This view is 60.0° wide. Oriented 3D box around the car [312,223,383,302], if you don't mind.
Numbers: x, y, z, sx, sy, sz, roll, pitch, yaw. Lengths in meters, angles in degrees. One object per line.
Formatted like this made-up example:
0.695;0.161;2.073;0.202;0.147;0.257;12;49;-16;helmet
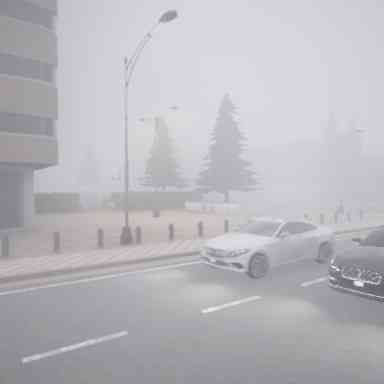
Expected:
5.080;1.453;7.562;4.892;1.490;1.837;0;0;-35;car

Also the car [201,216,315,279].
2.442;1.477;9.986;4.674;1.442;1.812;0;0;-35;car
